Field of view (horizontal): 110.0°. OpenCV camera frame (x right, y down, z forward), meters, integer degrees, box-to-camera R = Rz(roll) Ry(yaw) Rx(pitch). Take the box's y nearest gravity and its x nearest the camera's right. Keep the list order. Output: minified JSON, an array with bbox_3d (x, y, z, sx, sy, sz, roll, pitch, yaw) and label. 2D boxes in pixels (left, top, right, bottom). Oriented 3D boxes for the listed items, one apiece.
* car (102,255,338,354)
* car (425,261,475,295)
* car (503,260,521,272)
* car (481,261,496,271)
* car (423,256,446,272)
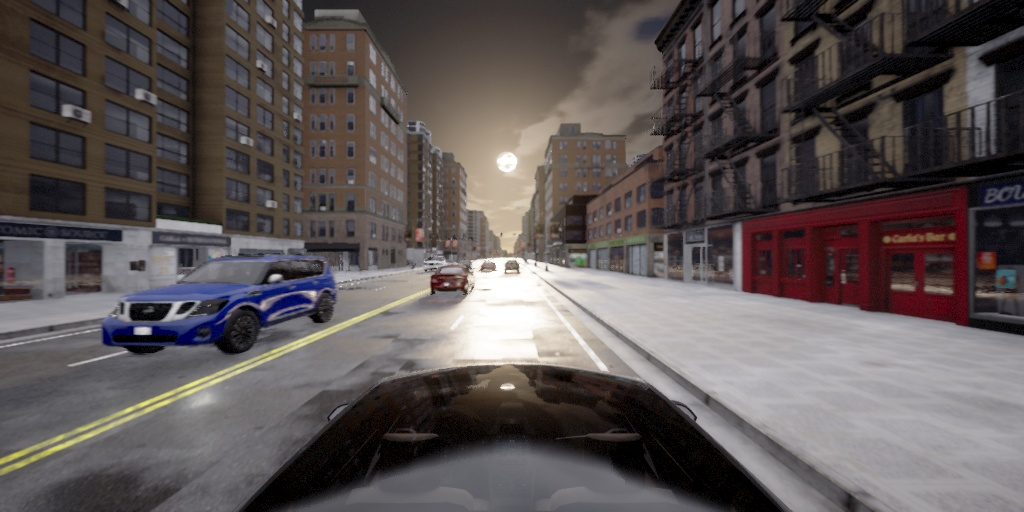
[{"bbox_3d":[-6.614,0.990,9.179,2.150,2.045,5.566,0,0,0],"label":"car"},{"bbox_3d":[-3.197,1.236,19.957,1.882,1.535,5.008,0,0,0],"label":"car"},{"bbox_3d":[-0.019,1.249,44.712,1.837,1.490,4.892,0,-1,0],"label":"car"},{"bbox_3d":[-3.288,1.319,50.414,1.994,1.385,4.181,0,0,0],"label":"car"},{"bbox_3d":[-9.948,0.999,46.758,2.150,2.045,5.566,0,0,0],"label":"car"}]
